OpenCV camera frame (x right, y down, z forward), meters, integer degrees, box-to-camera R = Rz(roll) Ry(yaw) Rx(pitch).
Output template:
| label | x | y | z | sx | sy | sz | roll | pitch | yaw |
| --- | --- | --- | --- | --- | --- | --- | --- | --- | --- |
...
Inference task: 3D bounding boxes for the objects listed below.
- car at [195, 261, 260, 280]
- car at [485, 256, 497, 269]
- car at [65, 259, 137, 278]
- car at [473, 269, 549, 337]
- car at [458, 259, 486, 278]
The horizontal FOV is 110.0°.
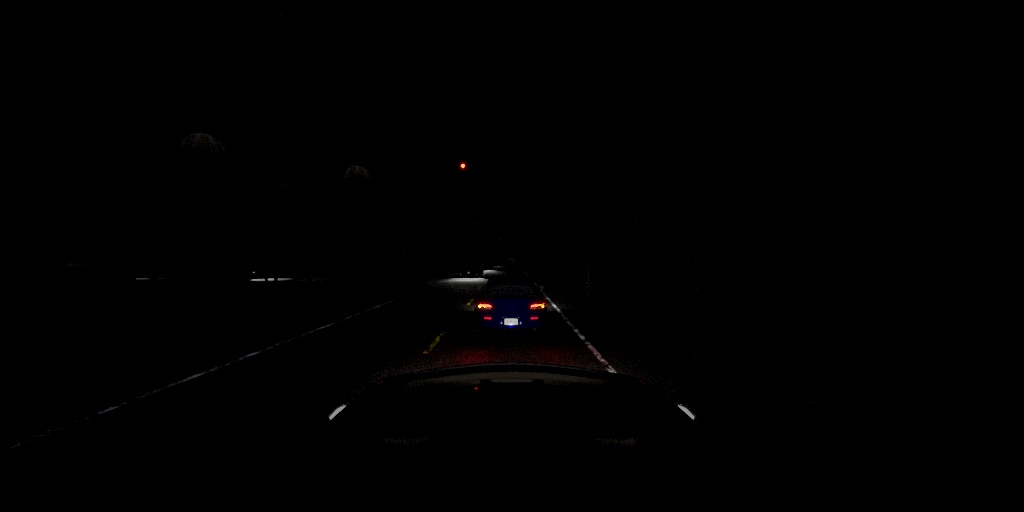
| label | x | y | z | sx | sy | sz | roll | pitch | yaw |
| --- | --- | --- | --- | --- | --- | --- | --- | --- | --- |
| car | -22.458 | 1.118 | 28.429 | 4.181 | 1.385 | 1.994 | 1 | 0 | 0 |
| car | -3.798 | 1.199 | 52.083 | 2.128 | 1.511 | 4.902 | 0 | 0 | 0 |
| car | -32.594 | 0.984 | 28.332 | 4.674 | 1.442 | 1.812 | 1 | 0 | -1 |
| car | -0.030 | 1.274 | 10.165 | 1.812 | 1.442 | 4.674 | 0 | 0 | 0 |
| car | -3.715 | 1.260 | 32.715 | 1.994 | 1.385 | 4.181 | 1 | 0 | 0 |
